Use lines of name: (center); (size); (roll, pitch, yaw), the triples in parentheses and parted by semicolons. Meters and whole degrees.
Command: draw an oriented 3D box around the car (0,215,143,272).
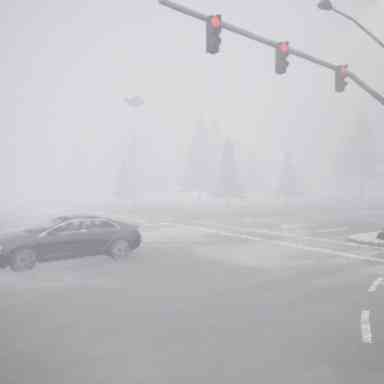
car: (-4.007, 1.529, 10.839); (4.902, 1.511, 2.128); (0, 0, -36)
